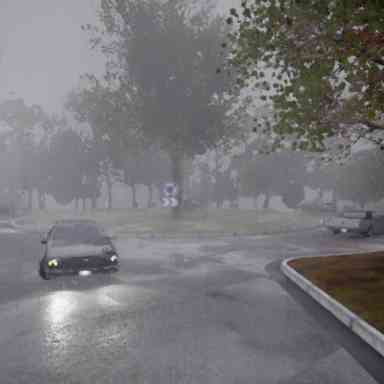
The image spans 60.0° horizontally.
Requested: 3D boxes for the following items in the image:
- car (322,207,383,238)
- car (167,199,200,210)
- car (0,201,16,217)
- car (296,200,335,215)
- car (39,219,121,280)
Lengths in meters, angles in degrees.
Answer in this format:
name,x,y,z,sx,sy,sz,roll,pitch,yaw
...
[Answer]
name,x,y,z,sx,sy,sz,roll,pitch,yaw
car,9.471,1.660,18.309,4.718,1.301,1.895,0,0,-38
car,-1.165,1.679,45.722,4.674,1.442,1.812,0,0,4
car,-17.832,1.596,29.778,2.128,1.511,4.902,0,0,2
car,13.160,1.607,35.626,2.128,1.511,4.902,0,0,-19
car,-3.607,1.584,10.496,2.033,1.411,5.357,0,0,-23
